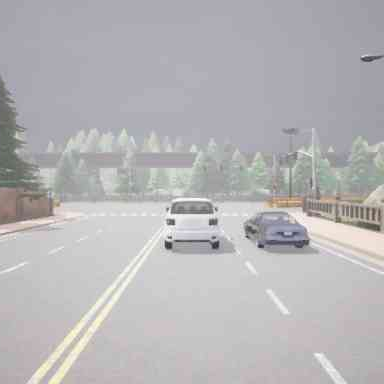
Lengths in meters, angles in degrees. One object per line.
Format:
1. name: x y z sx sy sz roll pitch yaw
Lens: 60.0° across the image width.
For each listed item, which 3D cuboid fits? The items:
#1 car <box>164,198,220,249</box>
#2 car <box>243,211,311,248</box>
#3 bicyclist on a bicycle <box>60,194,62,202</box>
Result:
1. car: 0.000 1.257 14.680 2.150 2.045 5.566 0 0 0
2. car: 3.500 1.562 14.650 2.033 1.411 5.357 0 0 0
3. bicyclist on a bicycle: -27.070 1.299 68.647 0.582 1.620 1.656 0 0 0
